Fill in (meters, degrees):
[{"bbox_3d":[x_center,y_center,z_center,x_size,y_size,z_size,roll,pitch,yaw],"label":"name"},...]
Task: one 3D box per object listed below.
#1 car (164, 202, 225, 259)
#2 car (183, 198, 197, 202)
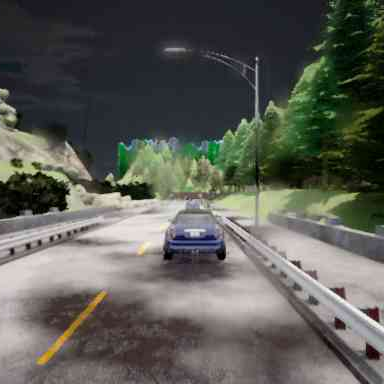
[{"bbox_3d":[0.098,1.454,13.253,2.097,1.767,4.553,0,-1,0],"label":"car"},{"bbox_3d":[0.091,1.886,44.192,2.033,1.411,5.357,0,0,0],"label":"car"}]
